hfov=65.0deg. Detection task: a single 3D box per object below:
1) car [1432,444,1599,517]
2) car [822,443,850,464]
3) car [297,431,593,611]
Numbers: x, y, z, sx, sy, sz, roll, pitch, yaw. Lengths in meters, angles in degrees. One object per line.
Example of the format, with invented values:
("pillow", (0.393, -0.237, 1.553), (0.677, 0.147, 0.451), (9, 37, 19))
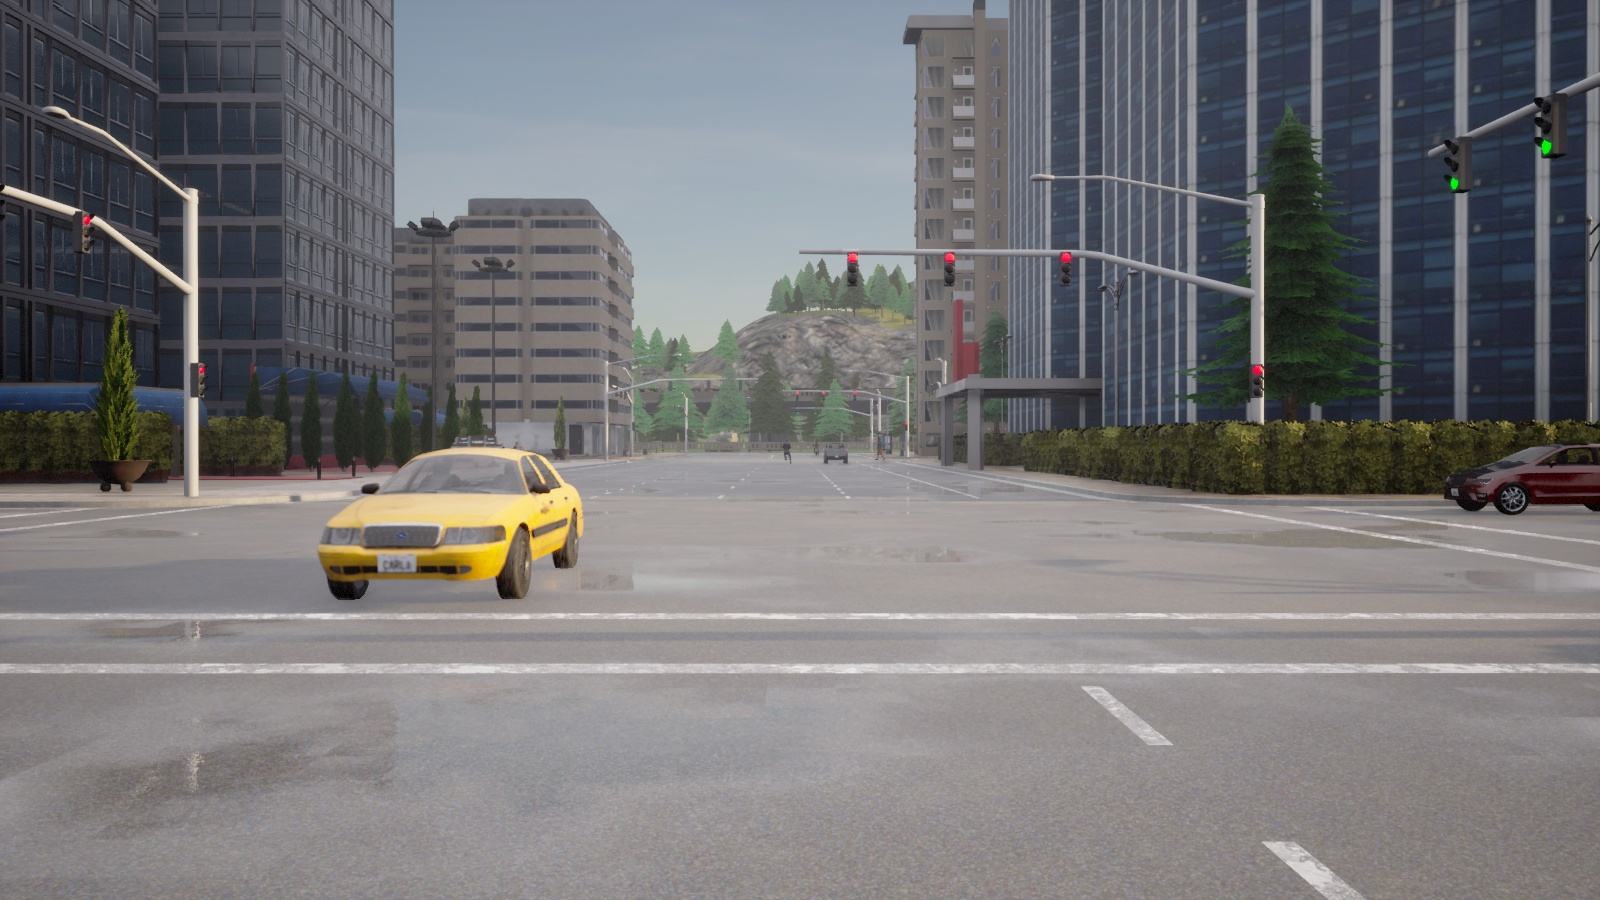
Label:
("car", (15.923, 0.623, 26.546), (4.193, 1.474, 1.816), (0, 0, 0))
("car", (2.553, 0.252, 90.334), (1.845, 1.501, 3.633), (0, 0, -1))
("car", (-3.554, 0.605, 13.693), (1.801, 1.575, 5.366), (0, 0, -1))
